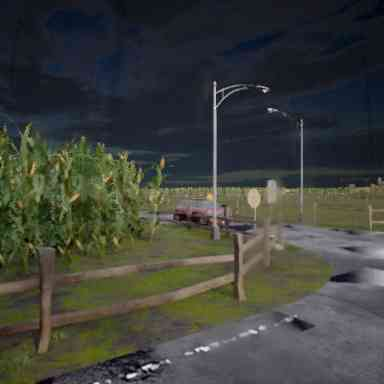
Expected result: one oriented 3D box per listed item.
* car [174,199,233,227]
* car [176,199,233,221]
[{"bbox_3d":[0.713,1.294,22.613,2.097,1.767,4.553,0,0,-36],"label":"car"},{"bbox_3d":[0.890,1.407,27.435,2.128,1.511,4.902,0,0,-36],"label":"car"}]
